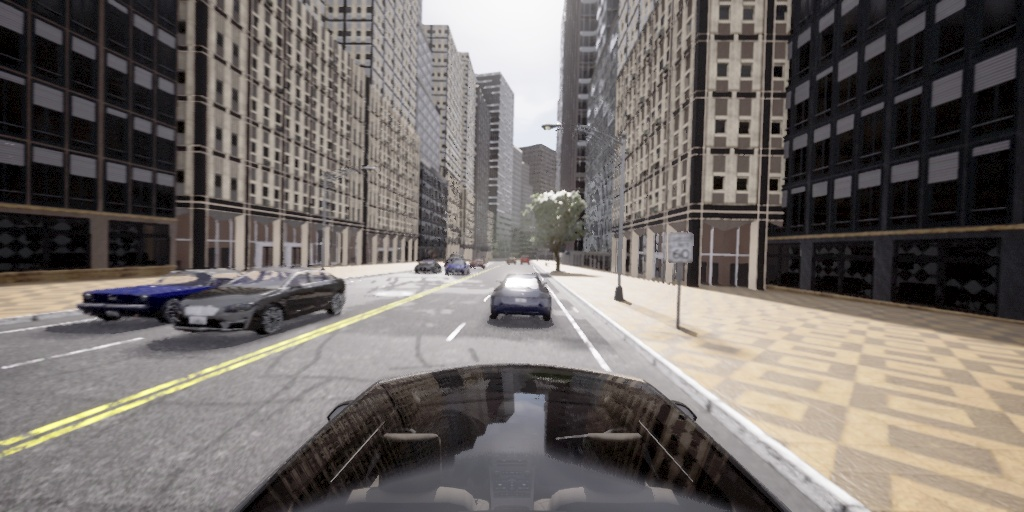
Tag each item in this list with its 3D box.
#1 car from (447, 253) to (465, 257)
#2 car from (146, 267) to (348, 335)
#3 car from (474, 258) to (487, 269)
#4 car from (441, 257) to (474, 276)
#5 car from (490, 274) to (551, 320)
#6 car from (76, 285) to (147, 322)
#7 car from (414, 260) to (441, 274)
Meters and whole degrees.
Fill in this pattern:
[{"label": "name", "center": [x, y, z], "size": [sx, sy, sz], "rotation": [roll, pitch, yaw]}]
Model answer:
[{"label": "car", "center": [-7.946, 0.648, 51.124], "size": [2.150, 2.045, 5.566], "rotation": [2, 0, 2]}, {"label": "car", "center": [-6.375, 1.064, 9.840], "size": [2.128, 1.511, 4.902], "rotation": [2, 0, 2]}, {"label": "car", "center": [-4.707, 1.044, 51.031], "size": [1.812, 1.442, 4.674], "rotation": [2, 0, 2]}, {"label": "car", "center": [-5.331, 1.116, 35.569], "size": [1.812, 1.442, 4.674], "rotation": [2, 0, 3]}, {"label": "car", "center": [0.340, 1.320, 12.855], "size": [1.994, 1.385, 4.181], "rotation": [2, 0, 2]}, {"label": "car", "center": [-9.590, 1.086, 10.882], "size": [1.895, 1.301, 4.718], "rotation": [2, 0, 2]}, {"label": "car", "center": [-8.531, 1.068, 36.667], "size": [1.994, 1.385, 4.181], "rotation": [2, 0, 3]}]
